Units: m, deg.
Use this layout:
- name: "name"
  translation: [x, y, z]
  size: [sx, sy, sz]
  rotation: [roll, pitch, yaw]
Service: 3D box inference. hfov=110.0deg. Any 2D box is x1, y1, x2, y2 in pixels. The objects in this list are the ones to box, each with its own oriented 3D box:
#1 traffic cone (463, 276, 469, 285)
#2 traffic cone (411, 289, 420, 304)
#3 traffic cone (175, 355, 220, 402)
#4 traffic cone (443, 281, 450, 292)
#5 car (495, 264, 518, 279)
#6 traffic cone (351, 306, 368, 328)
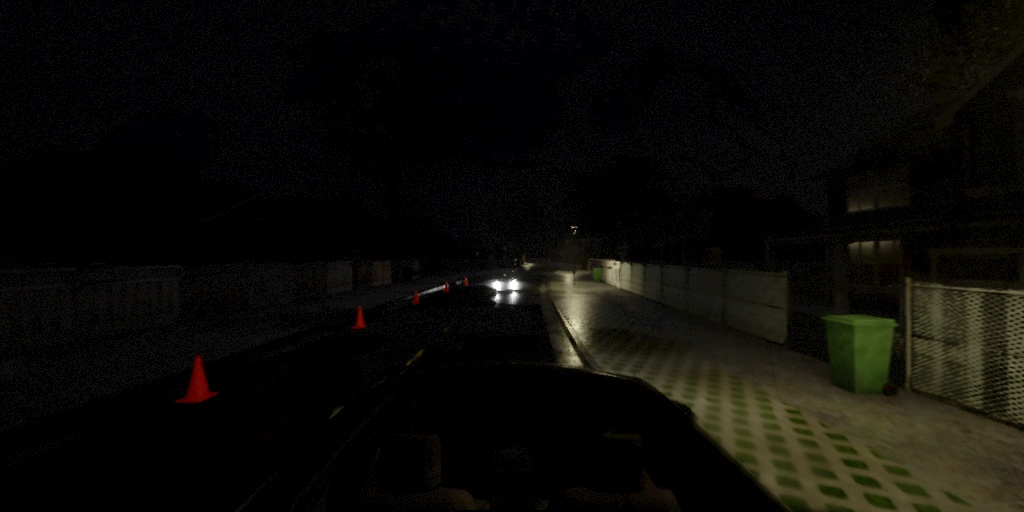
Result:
- name: "traffic cone"
  translation: [-3.248, 1.730, 25.205]
  size: [0.340, 0.580, 0.340]
  rotation: [0, 0, 6]
- name: "traffic cone"
  translation: [-4.037, 1.708, 15.134]
  size: [0.340, 0.580, 0.340]
  rotation: [0, 0, 3]
- name: "traffic cone"
  translation: [-4.412, 1.696, 5.038]
  size: [0.340, 0.580, 0.340]
  rotation: [0, 0, 1]
- name: "traffic cone"
  translation: [-3.694, 1.719, 20.173]
  size: [0.340, 0.580, 0.340]
  rotation: [0, 0, 4]
- name: "car"
  translation: [-0.460, 1.398, 33.442]
  size: [1.895, 1.301, 4.718]
  rotation: [0, 0, 4]
- name: "traffic cone"
  translation: [-4.277, 1.701, 10.089]
  size: [0.340, 0.580, 0.340]
  rotation: [0, 0, 2]
